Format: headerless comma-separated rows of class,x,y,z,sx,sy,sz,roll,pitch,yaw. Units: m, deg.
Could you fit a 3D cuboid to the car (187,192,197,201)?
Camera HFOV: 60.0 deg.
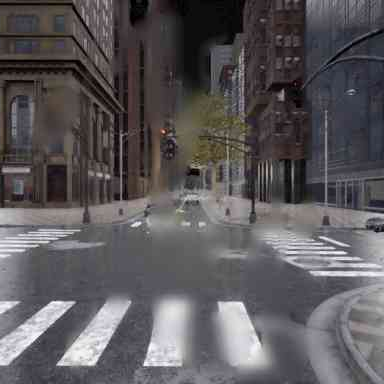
car,-0.024,0.938,70.824,2.097,1.767,4.553,0,1,0

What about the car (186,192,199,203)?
car,0.057,0.921,60.018,2.150,2.045,5.566,0,1,0

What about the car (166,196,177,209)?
car,-3.126,1.470,39.052,1.895,1.301,4.718,0,0,0

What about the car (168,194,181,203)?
car,-3.092,1.192,59.785,2.128,1.511,4.902,0,1,1

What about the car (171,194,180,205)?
car,-3.130,1.393,49.389,1.895,1.301,4.718,0,0,0

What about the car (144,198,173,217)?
car,-3.120,1.490,30.260,1.994,1.385,4.181,0,0,0

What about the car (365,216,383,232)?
car,11.915,1.632,18.310,4.403,1.369,2.008,0,0,0
